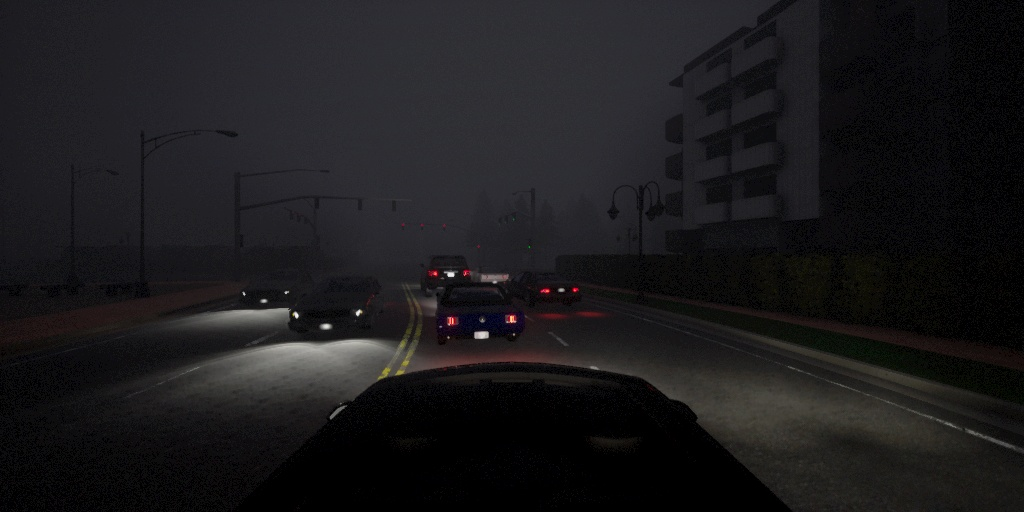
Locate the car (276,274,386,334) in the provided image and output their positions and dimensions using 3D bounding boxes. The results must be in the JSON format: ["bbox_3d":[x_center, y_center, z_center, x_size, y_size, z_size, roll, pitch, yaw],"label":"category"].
[{"bbox_3d":[-5.046,1.297,11.108,2.033,1.411,5.357,0,0,-14],"label":"car"}]

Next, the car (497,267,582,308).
[{"bbox_3d":[1.095,1.296,15.445,2.033,1.411,5.357,0,0,-16],"label":"car"}]

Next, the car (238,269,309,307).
[{"bbox_3d":[-10.071,1.297,15.943,2.033,1.411,5.357,0,0,-18],"label":"car"}]

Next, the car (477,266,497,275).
[{"bbox_3d":[-1.696,1.350,24.630,1.895,1.301,4.718,0,0,-16],"label":"car"}]

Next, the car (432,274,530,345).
[{"bbox_3d":[-1.078,1.351,9.590,1.895,1.301,4.718,0,0,-12],"label":"car"}]

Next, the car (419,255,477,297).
[{"bbox_3d":[-3.614,0.971,19.025,2.150,2.045,5.566,0,0,-18],"label":"car"}]
